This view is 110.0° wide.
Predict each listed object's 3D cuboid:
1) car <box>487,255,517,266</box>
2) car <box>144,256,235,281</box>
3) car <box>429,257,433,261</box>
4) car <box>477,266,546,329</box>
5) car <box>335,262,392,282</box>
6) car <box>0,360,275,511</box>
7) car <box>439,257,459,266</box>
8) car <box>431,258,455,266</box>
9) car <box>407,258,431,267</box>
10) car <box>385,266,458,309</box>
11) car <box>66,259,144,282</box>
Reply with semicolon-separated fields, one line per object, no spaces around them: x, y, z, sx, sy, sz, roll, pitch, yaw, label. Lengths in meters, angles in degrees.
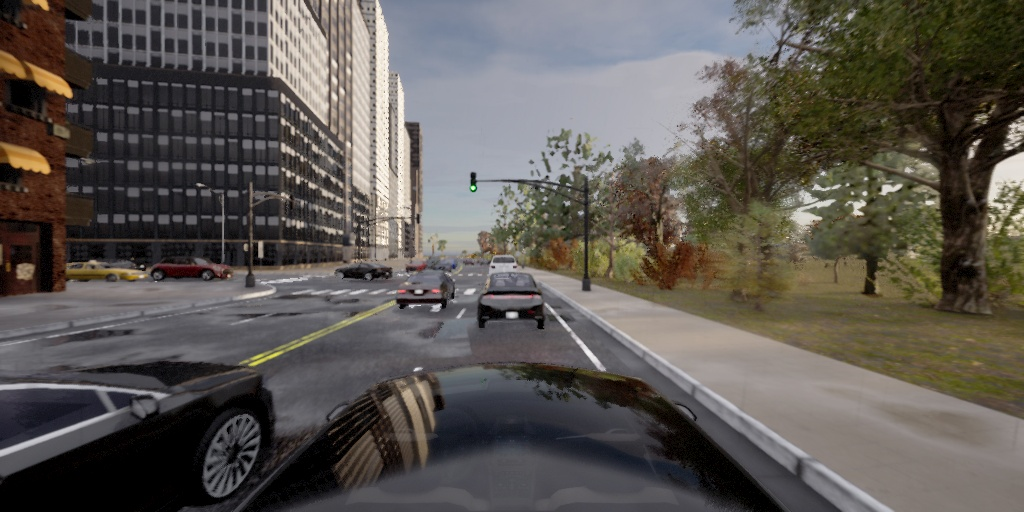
-0.729;0.977;28.850;2.150;2.045;5.566;0;0;-3;car
-22.916;0.845;25.931;4.553;1.767;2.097;1;0;-9;car
-12.769;1.321;54.054;1.994;1.385;4.181;0;0;-6;car
-0.052;1.244;11.254;2.128;1.511;4.902;0;0;-1;car
-12.147;1.230;29.319;5.008;1.535;1.882;1;-1;22;car
-3.189;1.244;1.481;2.128;1.511;4.902;0;0;0;car
-9.548;1.232;54.454;1.882;1.535;5.008;0;0;-6;car
-8.685;1.323;45.518;1.994;1.385;4.181;0;0;-6;car
-11.899;1.239;45.107;1.882;1.535;5.008;0;0;-4;car
-3.479;1.304;15.128;2.033;1.411;5.357;0;0;-4;car
-26.232;0.968;22.667;4.829;1.417;1.751;0;0;-10;car
